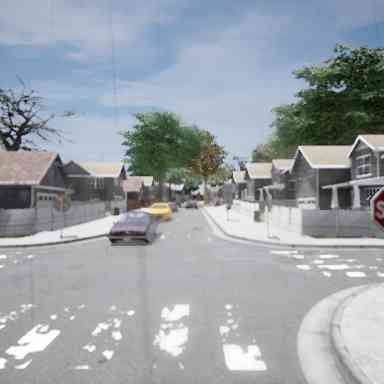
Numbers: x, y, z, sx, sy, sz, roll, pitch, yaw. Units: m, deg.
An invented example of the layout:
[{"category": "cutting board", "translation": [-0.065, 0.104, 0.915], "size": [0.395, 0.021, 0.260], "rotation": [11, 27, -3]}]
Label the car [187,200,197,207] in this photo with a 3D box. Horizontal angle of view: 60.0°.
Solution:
[{"category": "car", "translation": [-0.032, 2.248, 64.449], "size": [1.895, 1.301, 4.718], "rotation": [0, -1, 0]}]

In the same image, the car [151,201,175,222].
[{"category": "car", "translation": [-2.862, 1.771, 29.951], "size": [1.882, 1.535, 5.008], "rotation": [0, -1, 0]}]

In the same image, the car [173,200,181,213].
[{"category": "car", "translation": [-2.863, 1.995, 43.658], "size": [1.994, 1.385, 4.181], "rotation": [0, -1, 0]}]

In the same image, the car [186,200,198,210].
[{"category": "car", "translation": [-0.027, 2.084, 53.996], "size": [2.033, 1.411, 5.357], "rotation": [0, -1, 0]}]

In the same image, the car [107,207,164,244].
[{"category": "car", "translation": [-2.859, 1.724, 17.243], "size": [2.033, 1.411, 5.357], "rotation": [0, 0, 0]}]
